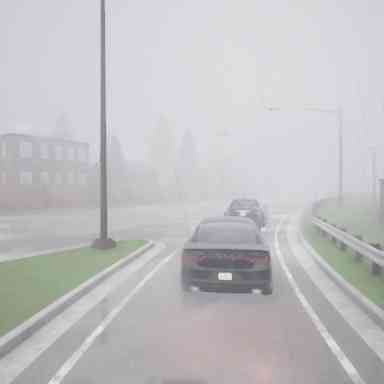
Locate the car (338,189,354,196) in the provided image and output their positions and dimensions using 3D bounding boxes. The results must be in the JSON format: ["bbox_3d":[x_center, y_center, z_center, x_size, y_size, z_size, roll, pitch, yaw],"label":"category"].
[{"bbox_3d":[37.170,0.388,80.288,1.994,1.385,4.181,1,1,33],"label":"car"}]

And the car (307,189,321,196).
[{"bbox_3d":[31.087,0.267,83.771,1.882,1.535,5.008,1,1,33],"label":"car"}]

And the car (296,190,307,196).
[{"bbox_3d":[28.150,0.289,85.674,2.128,1.511,4.902,1,1,33],"label":"car"}]

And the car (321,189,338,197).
[{"bbox_3d":[34.024,0.341,81.868,2.128,1.511,4.902,1,1,33],"label":"car"}]

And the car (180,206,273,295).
[{"bbox_3d":[0.918,1.354,8.533,1.882,1.535,5.008,0,1,7],"label":"car"}]

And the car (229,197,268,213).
[{"bbox_3d":[3.163,1.079,18.859,2.097,1.767,4.553,0,1,16],"label":"car"}]
